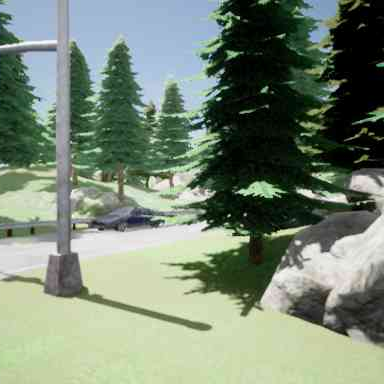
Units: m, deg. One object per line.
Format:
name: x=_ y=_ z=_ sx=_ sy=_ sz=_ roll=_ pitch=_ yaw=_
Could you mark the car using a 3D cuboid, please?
car: x=-3.883 y=1.654 z=21.147 sx=2.033 sy=1.411 sz=5.357 roll=0 pitch=0 yaw=35
